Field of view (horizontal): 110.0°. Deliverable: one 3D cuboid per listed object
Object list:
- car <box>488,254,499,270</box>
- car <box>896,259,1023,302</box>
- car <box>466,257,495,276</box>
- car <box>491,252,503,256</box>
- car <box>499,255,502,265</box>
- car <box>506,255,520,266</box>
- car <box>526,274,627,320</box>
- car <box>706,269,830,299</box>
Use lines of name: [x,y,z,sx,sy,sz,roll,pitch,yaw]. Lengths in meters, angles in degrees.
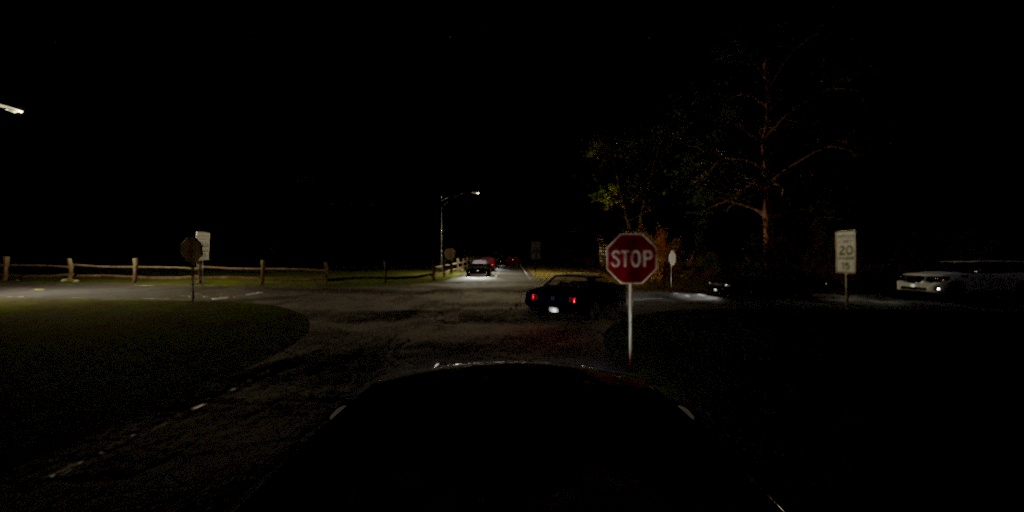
car: [-2.839,0.845,40.522,1.882,1.535,5.008,0,1,0]
car: [23.267,1.189,18.377,5.566,2.045,2.150,1,0,0]
car: [-2.846,1.014,31.800,1.994,1.385,4.181,0,1,0]
car: [-2.761,0.406,60.616,2.150,2.045,5.566,0,1,0]
car: [-2.834,0.882,49.870,1.895,1.301,4.718,0,1,0]
car: [0.100,0.579,55.962,2.097,1.767,4.553,0,1,0]
car: [2.418,1.250,12.199,1.895,1.301,4.718,1,1,33]
car: [12.980,1.364,18.277,5.357,1.411,2.033,1,0,-2]
